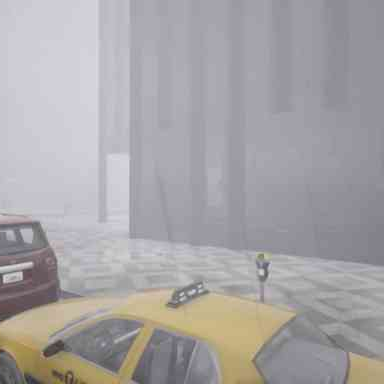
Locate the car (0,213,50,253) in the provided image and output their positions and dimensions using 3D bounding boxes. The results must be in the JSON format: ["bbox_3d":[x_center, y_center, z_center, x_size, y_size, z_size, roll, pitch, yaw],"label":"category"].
[{"bbox_3d":[-4.517,1.314,6.192,5.009,1.841,2.192,0,0,36],"label":"car"}]

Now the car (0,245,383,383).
[{"bbox_3d":[-0.242,1.525,3.136,4.829,1.417,1.752,0,0,36],"label":"car"}]
